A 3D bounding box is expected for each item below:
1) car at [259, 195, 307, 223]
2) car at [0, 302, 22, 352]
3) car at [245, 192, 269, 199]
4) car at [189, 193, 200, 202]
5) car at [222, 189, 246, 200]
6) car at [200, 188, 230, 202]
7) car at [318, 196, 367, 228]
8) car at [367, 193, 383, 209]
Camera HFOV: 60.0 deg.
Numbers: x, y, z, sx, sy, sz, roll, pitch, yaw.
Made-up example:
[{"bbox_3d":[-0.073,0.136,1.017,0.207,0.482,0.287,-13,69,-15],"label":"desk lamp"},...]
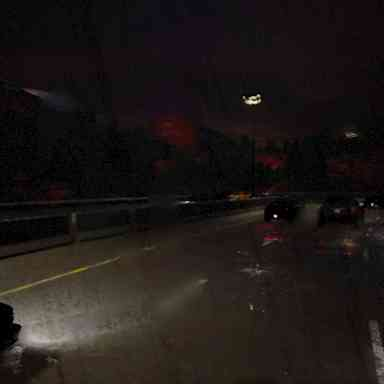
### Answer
[{"bbox_3d":[6.293,1.156,22.133,1.837,1.490,4.892,0,1,31],"label":"car"},{"bbox_3d":[-4.051,1.530,2.297,2.033,1.411,5.357,0,1,23],"label":"car"},{"bbox_3d":[9.499,0.870,45.157,1.994,1.385,4.181,0,1,39],"label":"car"},{"bbox_3d":[1.334,0.846,51.759,1.994,1.385,4.181,0,1,39],"label":"car"},{"bbox_3d":[6.777,0.682,47.355,1.882,1.535,5.008,0,1,39],"label":"car"},{"bbox_3d":[4.035,0.483,49.530,2.150,2.045,5.566,0,1,39],"label":"car"},{"bbox_3d":[8.897,1.027,19.675,2.097,1.767,4.553,0,1,31],"label":"car"},{"bbox_3d":[19.139,0.922,34.478,1.837,1.490,4.892,0,1,38],"label":"car"}]
